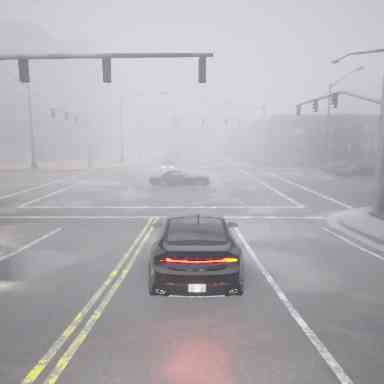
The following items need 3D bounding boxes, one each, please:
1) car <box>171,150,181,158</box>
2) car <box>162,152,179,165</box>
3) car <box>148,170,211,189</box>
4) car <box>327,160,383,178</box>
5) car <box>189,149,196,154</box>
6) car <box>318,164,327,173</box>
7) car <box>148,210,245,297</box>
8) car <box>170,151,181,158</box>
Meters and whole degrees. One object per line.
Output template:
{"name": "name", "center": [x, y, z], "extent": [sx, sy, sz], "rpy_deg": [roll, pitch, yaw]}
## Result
{"name": "car", "center": [-3.421, -8.072, 70.969], "extent": [1.882, 1.535, 5.008], "rpy_deg": [0, 9, 0]}
{"name": "car", "center": [-3.540, -4.880, 50.660], "extent": [2.033, 1.411, 5.357], "rpy_deg": [0, 9, 0]}
{"name": "car", "center": [-0.909, -1.002, 25.777], "extent": [4.718, 1.301, 1.895], "rpy_deg": [0, 9, 0]}
{"name": "car", "center": [16.679, -2.140, 32.812], "extent": [5.357, 1.411, 2.033], "rpy_deg": [0, 9, 2]}
{"name": "car", "center": [0.101, -10.967, 90.286], "extent": [1.994, 1.385, 4.181], "rpy_deg": [0, 9, 0]}
{"name": "car", "center": [16.315, -2.727, 36.262], "extent": [4.902, 1.511, 2.128], "rpy_deg": [0, 9, 0]}
{"name": "car", "center": [0.081, 1.203, 7.996], "extent": [1.837, 1.490, 4.892], "rpy_deg": [0, 4, 0]}
{"name": "car", "center": [-3.500, -6.635, 60.791], "extent": [2.097, 1.767, 4.553], "rpy_deg": [0, 9, 0]}
